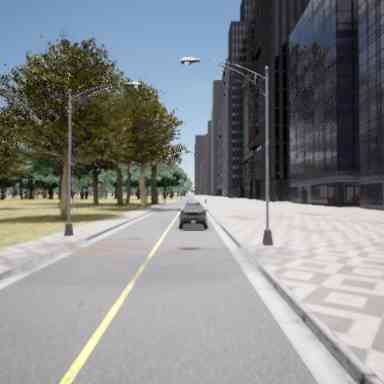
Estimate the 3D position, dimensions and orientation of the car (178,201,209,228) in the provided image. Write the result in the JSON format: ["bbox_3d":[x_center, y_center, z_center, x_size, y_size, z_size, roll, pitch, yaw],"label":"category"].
[{"bbox_3d":[0.087,1.627,23.293,1.837,1.490,4.892,0,0,0],"label":"car"}]
